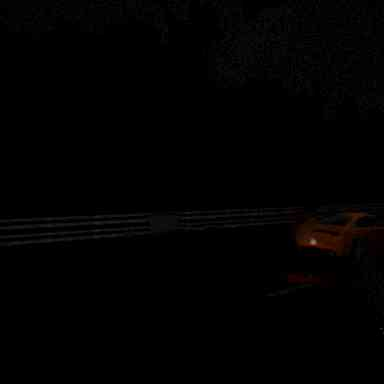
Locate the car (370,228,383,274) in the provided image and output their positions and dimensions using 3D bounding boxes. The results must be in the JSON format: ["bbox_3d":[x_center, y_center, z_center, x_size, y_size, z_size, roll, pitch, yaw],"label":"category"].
[{"bbox_3d":[6.804,1.608,8.610,4.718,1.301,1.895,0,0,-36],"label":"car"}]

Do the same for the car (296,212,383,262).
[{"bbox_3d":[5.989,1.487,12.320,5.008,1.535,1.882,0,0,-35],"label":"car"}]
